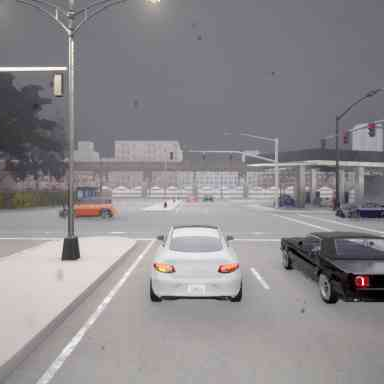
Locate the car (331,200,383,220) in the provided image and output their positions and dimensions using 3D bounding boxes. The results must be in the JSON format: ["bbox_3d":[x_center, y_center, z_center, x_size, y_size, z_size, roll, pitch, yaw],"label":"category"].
[{"bbox_3d":[14.164,1.564,27.448,4.181,1.385,1.994,0,0,-1],"label":"car"}]

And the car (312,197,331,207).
[{"bbox_3d":[18.961,1.441,48.414,1.970,1.475,3.806,0,0,0],"label":"car"}]

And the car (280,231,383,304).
[{"bbox_3d":[3.588,1.601,8.094,1.895,1.301,4.718,0,0,0],"label":"car"}]

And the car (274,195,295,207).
[{"bbox_3d":[13.216,1.269,47.651,2.242,1.667,4.611,0,0,0],"label":"car"}]

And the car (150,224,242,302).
[{"bbox_3d":[0.083,1.518,8.110,1.812,1.442,4.674,0,0,0],"label":"car"}]

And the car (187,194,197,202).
[{"bbox_3d":[0.007,1.260,72.297,2.097,1.767,4.553,0,0,0],"label":"car"}]

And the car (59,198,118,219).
[{"bbox_3d":[-8.569,1.302,27.617,4.553,1.767,2.097,0,0,1],"label":"car"}]

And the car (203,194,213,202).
[{"bbox_3d":[3.507,1.267,72.297,2.097,1.767,4.553,0,0,0],"label":"car"}]
